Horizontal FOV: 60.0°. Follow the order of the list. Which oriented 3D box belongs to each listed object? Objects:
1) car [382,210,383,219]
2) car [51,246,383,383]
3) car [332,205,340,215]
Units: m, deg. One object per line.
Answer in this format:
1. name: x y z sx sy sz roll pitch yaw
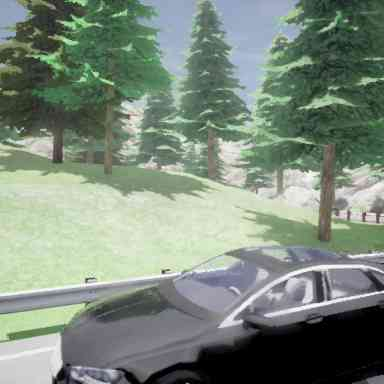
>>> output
1. car: 16.073 1.367 23.645 2.097 1.767 4.553 0 0 -20
2. car: 0.926 1.491 4.121 4.902 1.511 2.128 0 0 -22
3. car: 12.640 1.579 33.076 1.994 1.385 4.181 0 0 -20
